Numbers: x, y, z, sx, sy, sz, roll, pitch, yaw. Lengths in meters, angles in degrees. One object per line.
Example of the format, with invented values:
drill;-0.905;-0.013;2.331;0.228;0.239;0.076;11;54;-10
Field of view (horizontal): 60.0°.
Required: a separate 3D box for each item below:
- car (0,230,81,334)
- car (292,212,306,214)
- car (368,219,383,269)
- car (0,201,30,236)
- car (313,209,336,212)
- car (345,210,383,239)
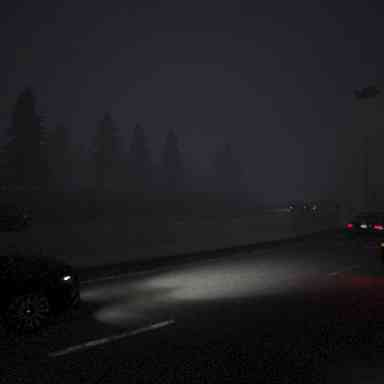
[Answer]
car;-4.306;1.505;5.155;4.902;1.511;2.128;0;0;-35
car;12.728;1.818;38.084;1.895;1.301;4.718;0;0;33
car;7.265;1.594;10.030;4.674;1.442;1.812;0;0;-42
car;-11.284;1.405;17.625;4.553;1.767;2.097;0;0;-37
car;13.562;1.548;33.212;2.097;1.767;4.553;0;0;35
car;9.674;1.656;17.181;2.033;1.411;5.357;0;0;44
